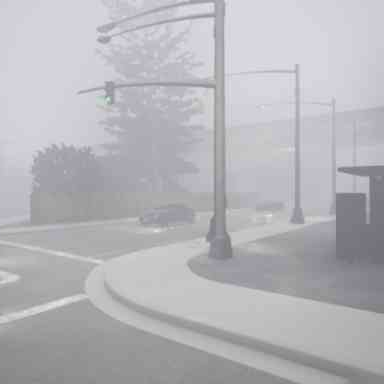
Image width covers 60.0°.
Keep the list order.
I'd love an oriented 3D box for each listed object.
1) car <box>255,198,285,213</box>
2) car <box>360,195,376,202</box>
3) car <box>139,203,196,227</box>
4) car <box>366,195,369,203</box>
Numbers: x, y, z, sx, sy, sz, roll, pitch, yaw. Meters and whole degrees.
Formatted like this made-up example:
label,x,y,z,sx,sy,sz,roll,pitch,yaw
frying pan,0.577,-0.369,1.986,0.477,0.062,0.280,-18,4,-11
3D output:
label,x,y,z,sx,sy,sz,roll,pitch,yaw
car,8.672,1.444,36.774,1.882,1.535,5.008,0,0,36
car,34.750,1.267,65.630,1.853,1.218,4.536,0,0,16
car,-1.550,1.485,22.702,1.812,1.442,4.674,0,0,36
car,34.736,1.425,65.580,2.038,1.542,4.974,0,0,16
